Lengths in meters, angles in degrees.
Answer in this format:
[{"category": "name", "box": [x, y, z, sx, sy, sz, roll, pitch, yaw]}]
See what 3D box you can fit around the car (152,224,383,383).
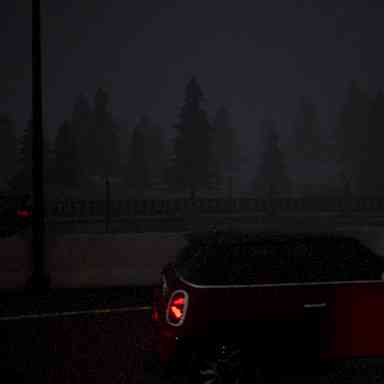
[{"category": "car", "box": [1.728, 1.308, 4.754, 4.553, 1.767, 2.097, -1, 0, -10]}]
